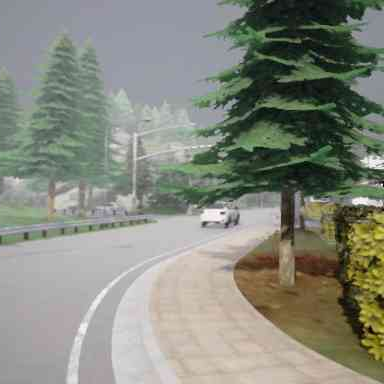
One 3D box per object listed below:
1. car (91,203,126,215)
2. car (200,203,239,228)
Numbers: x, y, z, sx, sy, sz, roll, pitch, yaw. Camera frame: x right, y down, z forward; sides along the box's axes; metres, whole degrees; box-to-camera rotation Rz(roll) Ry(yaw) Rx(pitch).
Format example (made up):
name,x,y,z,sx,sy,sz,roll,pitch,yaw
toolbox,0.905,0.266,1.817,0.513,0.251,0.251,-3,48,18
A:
name,x,y,z,sx,sy,sz,roll,pitch,yaw
car,-10.712,2.121,42.643,4.674,1.442,1.812,1,-1,20
car,2.358,1.759,27.155,2.150,2.045,5.566,1,-1,20
